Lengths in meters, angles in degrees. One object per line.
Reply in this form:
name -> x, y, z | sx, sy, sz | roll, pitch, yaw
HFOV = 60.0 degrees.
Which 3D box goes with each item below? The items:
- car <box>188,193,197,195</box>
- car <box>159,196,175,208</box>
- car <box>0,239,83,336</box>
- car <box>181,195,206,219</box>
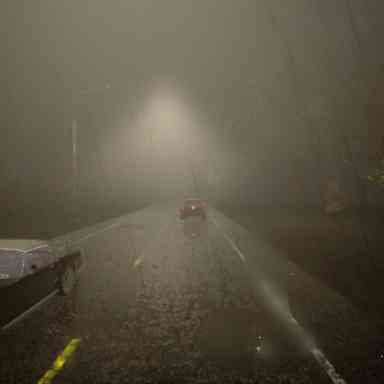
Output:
car -> 0.104, 1.266, 58.516 | 2.150, 2.045, 5.566 | 0, 0, 0
car -> -3.496, 1.366, 47.593 | 1.812, 1.442, 4.674 | 0, 0, 0
car -> -3.597, 1.605, 5.913 | 1.895, 1.301, 4.718 | 0, 0, 0
car -> 0.102, 1.374, 29.551 | 2.097, 1.767, 4.553 | 0, 0, 0
